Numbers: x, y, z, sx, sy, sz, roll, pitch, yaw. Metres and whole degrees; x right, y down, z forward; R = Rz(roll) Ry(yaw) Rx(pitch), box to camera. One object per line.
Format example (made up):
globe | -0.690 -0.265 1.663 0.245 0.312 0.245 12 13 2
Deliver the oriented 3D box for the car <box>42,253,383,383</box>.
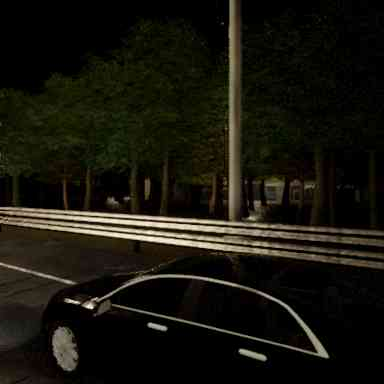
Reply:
car | 0.212 1.496 3.841 4.892 1.490 1.837 0 0 35
